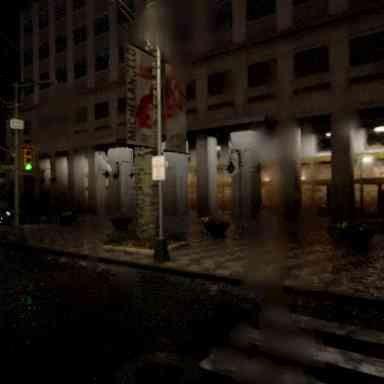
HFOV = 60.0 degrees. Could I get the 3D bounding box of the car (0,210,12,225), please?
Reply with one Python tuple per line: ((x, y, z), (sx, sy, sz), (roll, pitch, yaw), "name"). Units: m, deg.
((-15.422, 1.564, 24.352), (4.553, 1.767, 2.097), (-1, -1, 26), "car")
